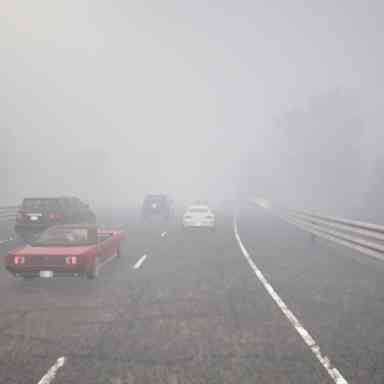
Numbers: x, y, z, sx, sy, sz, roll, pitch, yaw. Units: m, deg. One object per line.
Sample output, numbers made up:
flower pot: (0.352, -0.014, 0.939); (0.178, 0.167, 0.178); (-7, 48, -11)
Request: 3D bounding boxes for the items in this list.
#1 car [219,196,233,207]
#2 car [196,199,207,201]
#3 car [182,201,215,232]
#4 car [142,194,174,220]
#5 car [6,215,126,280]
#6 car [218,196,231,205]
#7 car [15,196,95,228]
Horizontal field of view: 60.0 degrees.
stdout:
car: (5.099, 1.531, 50.057); (1.812, 1.442, 4.674); (0, 0, 5)
car: (1.164, 1.544, 39.354); (2.033, 1.411, 5.357); (0, 0, 3)
car: (0.409, 1.520, 20.197); (1.812, 1.442, 4.674); (0, 0, 2)
car: (-2.829, 1.213, 28.422); (2.150, 2.045, 5.566); (0, 0, 2)
car: (-3.312, 1.595, 9.866); (1.895, 1.301, 4.718); (0, 0, 1)
car: (5.960, 1.505, 61.143); (2.128, 1.511, 4.902); (0, 0, 4)
car: (-6.681, 1.212, 16.888); (2.150, 2.045, 5.566); (0, 0, 1)
